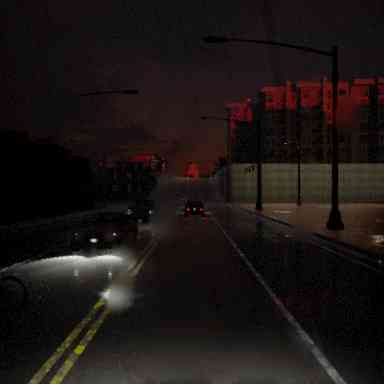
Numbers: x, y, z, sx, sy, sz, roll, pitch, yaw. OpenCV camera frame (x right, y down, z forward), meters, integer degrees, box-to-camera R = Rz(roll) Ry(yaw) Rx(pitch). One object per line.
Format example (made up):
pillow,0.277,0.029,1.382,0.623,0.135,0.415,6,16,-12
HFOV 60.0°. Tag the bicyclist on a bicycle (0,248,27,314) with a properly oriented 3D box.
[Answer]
bicyclist on a bicycle,-3.867,1.454,6.130,1.656,1.620,0.582,-2,0,0

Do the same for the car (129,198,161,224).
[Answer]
car,-3.474,1.351,24.453,2.097,1.767,4.553,0,0,0

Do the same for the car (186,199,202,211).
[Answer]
car,0.278,1.601,41.696,1.895,1.301,4.718,0,0,0

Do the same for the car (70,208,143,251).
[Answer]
car,-3.513,1.564,13.934,1.994,1.385,4.181,0,0,0

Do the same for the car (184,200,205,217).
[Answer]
car,0.235,1.547,31.343,2.033,1.411,5.357,0,0,0
